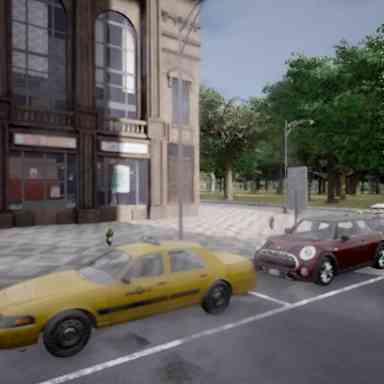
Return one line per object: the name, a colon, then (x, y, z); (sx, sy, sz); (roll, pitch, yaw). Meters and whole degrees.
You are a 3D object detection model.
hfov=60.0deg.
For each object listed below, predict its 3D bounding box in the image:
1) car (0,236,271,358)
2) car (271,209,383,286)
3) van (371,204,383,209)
car: (-0.950, 1.515, 5.972); (4.829, 1.417, 1.752); (0, 0, -35)
car: (3.616, 1.407, 9.226); (4.097, 1.590, 1.967); (0, 0, -35)
van: (8.043, 1.285, 12.382); (3.998, 1.788, 1.690); (0, 0, -35)
